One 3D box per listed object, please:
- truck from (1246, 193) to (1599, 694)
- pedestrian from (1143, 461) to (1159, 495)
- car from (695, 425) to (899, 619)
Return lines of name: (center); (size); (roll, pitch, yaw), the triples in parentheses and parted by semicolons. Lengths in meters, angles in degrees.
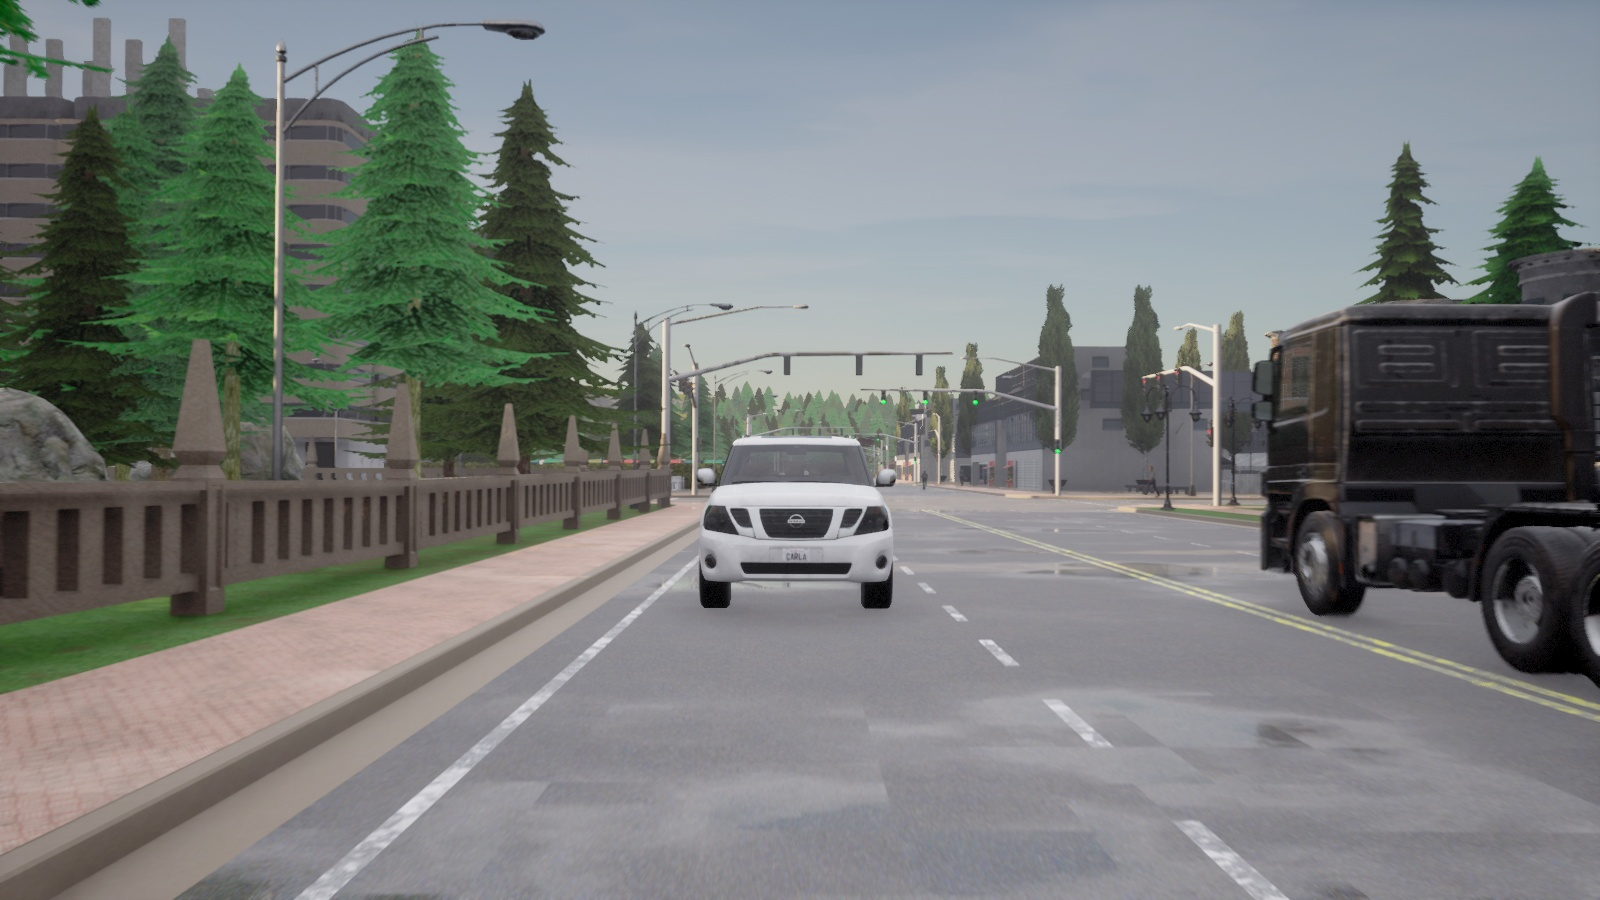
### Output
truck: (6.968, -0.002, 11.515); (2.891, 3.462, 7.936); (0, -1, 0)
pedestrian: (20.322, 1.608, 72.640); (0.788, 1.949, 0.423); (0, -1, -7)
car: (-0.040, 0.803, 16.083); (2.150, 2.045, 5.566); (0, -1, 0)
